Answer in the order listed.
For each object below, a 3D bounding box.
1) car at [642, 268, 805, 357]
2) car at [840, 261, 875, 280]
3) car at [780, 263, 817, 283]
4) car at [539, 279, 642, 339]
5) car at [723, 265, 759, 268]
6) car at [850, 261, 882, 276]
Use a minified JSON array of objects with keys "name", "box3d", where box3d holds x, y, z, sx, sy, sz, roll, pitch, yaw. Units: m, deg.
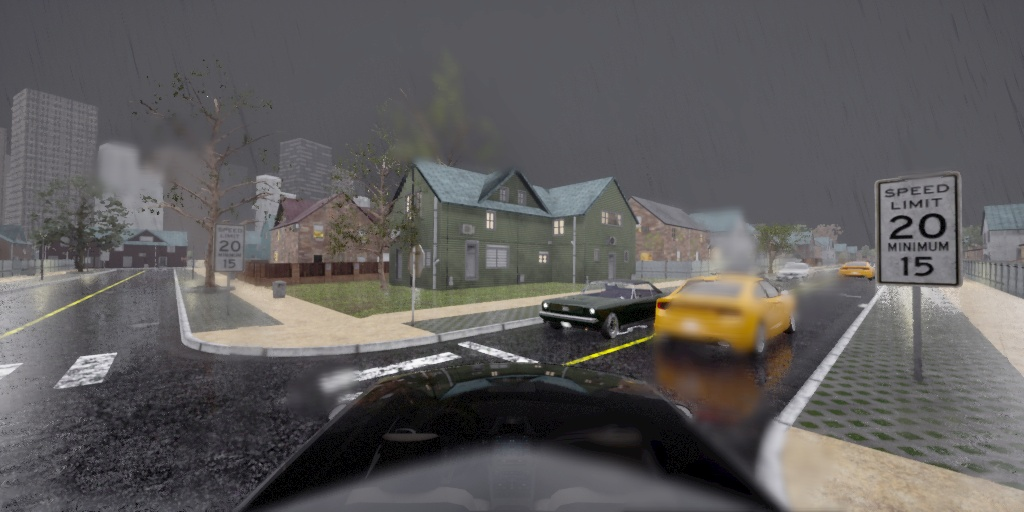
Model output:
[{"name":"car","box3d":[5.340,1.217,8.693,5.008,1.535,1.882,0,0,-42]},{"name":"car","box3d":[29.103,1.189,30.155,5.008,1.535,1.882,0,0,-42]},{"name":"car","box3d":[21.989,1.256,27.599,4.674,1.442,1.812,0,0,-42]},{"name":"car","box3d":[2.925,1.363,10.316,4.718,1.301,1.895,0,0,-43]},{"name":"car","box3d":[11.432,1.232,18.058,4.902,1.511,2.128,0,0,-42]},{"name":"car","box3d":[36.534,1.273,36.944,5.357,1.411,2.033,0,-1,-42]}]
